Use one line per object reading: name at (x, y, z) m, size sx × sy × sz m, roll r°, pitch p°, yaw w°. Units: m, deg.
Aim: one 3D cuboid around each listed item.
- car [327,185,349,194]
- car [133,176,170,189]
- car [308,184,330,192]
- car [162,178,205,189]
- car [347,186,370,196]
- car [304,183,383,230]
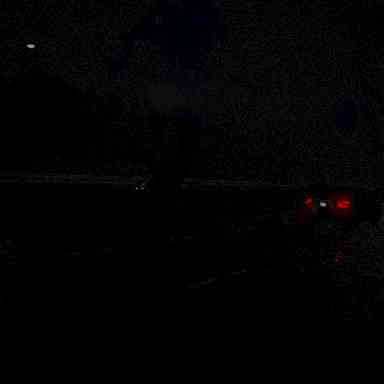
car at (26.800, -0.491, 61.059) m, size 1.882 × 1.535 × 5.008 m, roll 6°, pitch 4°, yaw 44°
car at (-3.940, -0.883, 34.835) m, size 4.553 × 1.767 × 2.097 m, roll 0°, pitch 5°, yaw -45°
car at (24.305, -0.745, 63.497) m, size 2.128 × 1.511 × 4.902 m, roll 6°, pitch 4°, yaw 44°
car at (-0.512, -0.403, 33.356) m, size 4.181 × 1.385 × 1.994 m, roll 0°, pitch 4°, yaw -45°
car at (29.466, -0.193, 58.800) m, size 2.128 × 1.511 × 4.902 m, roll 6°, pitch 5°, yaw 45°
car at (7.733, 0.630, 16.749) m, size 2.150 × 2.045 × 5.566 m, roll 6°, pitch 5°, yaw 44°
